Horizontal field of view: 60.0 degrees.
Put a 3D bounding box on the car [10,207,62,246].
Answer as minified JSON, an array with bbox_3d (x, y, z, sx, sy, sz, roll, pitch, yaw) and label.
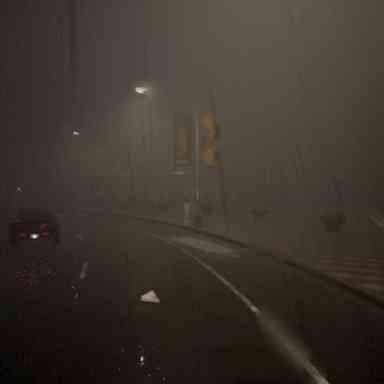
[{"bbox_3d":[-7.127,1.465,15.270,1.837,1.490,4.892,0,0,-23],"label":"car"}]
